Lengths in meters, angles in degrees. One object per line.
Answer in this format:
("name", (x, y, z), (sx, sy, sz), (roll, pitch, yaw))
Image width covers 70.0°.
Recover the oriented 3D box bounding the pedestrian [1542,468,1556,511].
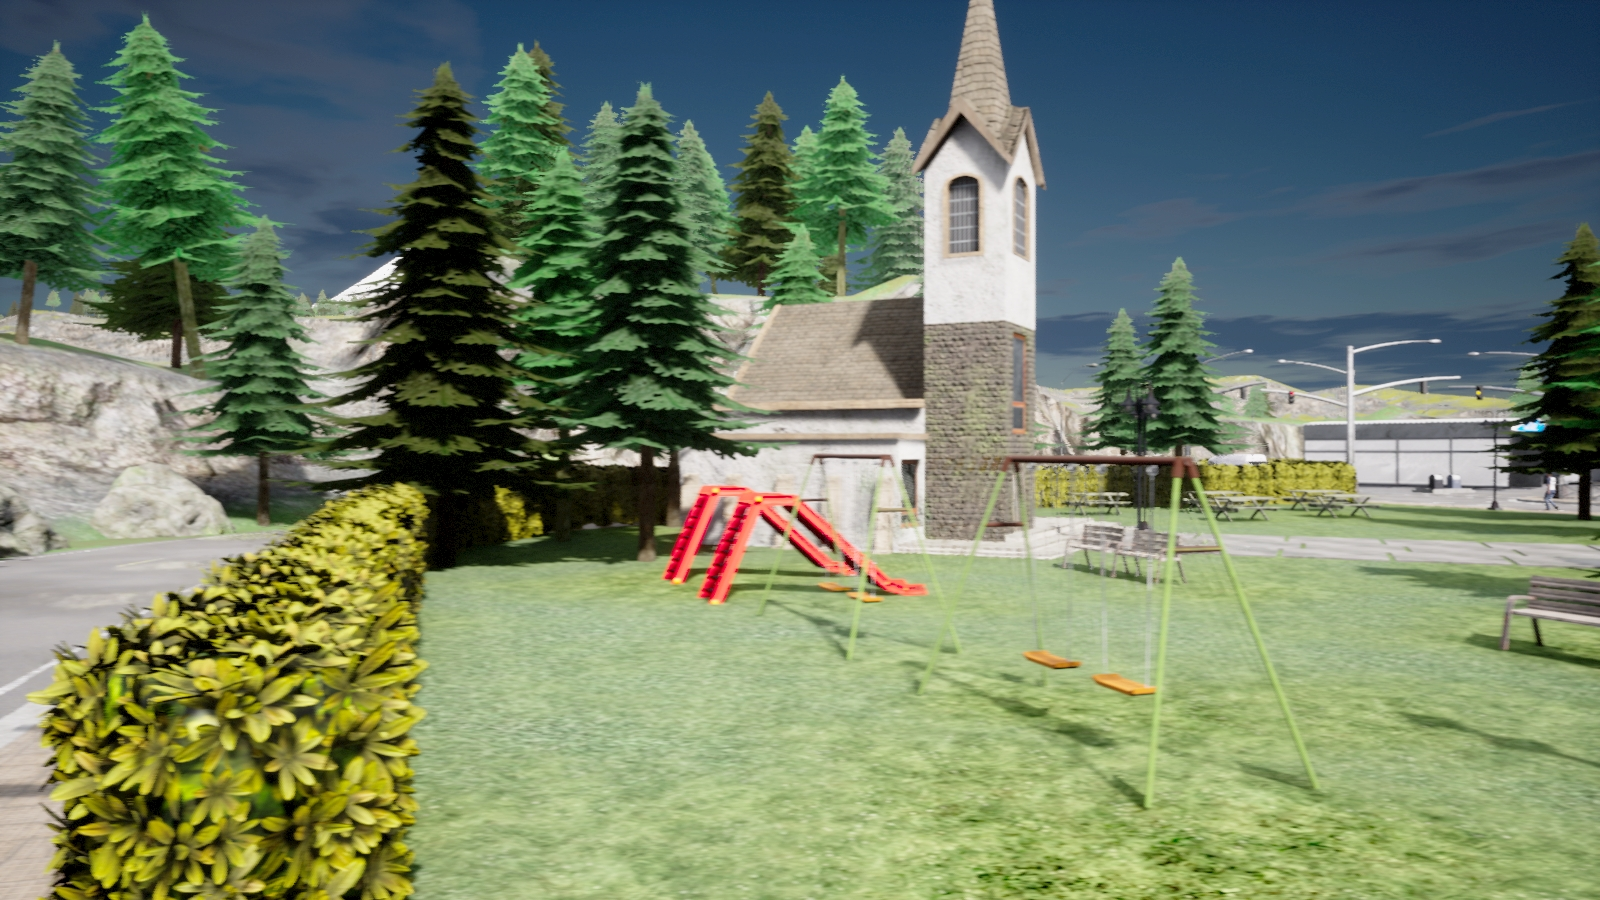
("pedestrian", (33.081, 1.729, 50.435), (0.375, 1.860, 0.375), (0, 0, -22))
